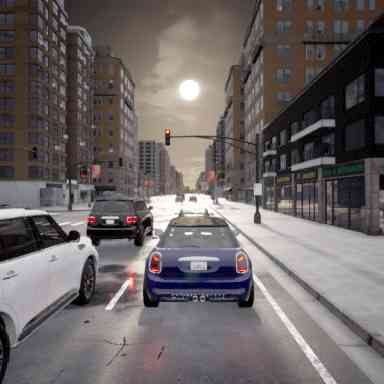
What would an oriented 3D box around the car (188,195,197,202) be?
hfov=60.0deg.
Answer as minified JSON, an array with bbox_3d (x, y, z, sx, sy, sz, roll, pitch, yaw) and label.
[{"bbox_3d":[0.267,1.568,78.185,1.812,1.442,4.674,0,0,0],"label":"car"}]

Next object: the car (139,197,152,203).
[{"bbox_3d":[-9.517,1.637,68.573,1.895,1.301,4.718,0,0,0],"label":"car"}]

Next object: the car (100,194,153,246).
[{"bbox_3d":[-3.100,1.224,15.308,2.150,2.045,5.566,0,0,0],"label":"car"}]

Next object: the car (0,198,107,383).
[{"bbox_3d":[-3.140,1.222,4.955,2.150,2.045,5.566,0,0,1],"label":"car"}]

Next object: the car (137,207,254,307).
[{"bbox_3d":[0.125,1.353,8.113,2.097,1.767,4.553,0,0,0],"label":"car"}]

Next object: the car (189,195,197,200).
[{"bbox_3d":[0.300,1.496,88.193,1.994,1.385,4.181,0,0,0],"label":"car"}]

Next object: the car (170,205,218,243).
[{"bbox_3d":[0.113,1.494,17.182,2.128,1.511,4.902,0,0,1],"label":"car"}]

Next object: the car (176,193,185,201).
[{"bbox_3d":[-2.950,1.168,88.235,2.150,2.045,5.566,0,0,0],"label":"car"}]

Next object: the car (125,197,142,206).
[{"bbox_3d":[-9.651,1.588,54.874,1.994,1.385,4.181,0,0,0],"label":"car"}]

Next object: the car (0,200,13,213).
[{"bbox_3d":[-22.028,1.596,36.027,4.313,1.339,1.947,0,0,0],"label":"car"}]

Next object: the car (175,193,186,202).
[{"bbox_3d":[-2.985,1.583,77.783,2.033,1.411,5.357,0,0,0],"label":"car"}]

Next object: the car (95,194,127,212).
[{"bbox_3d":[-9.954,1.236,41.277,2.150,2.045,5.566,0,0,5],"label":"car"}]
